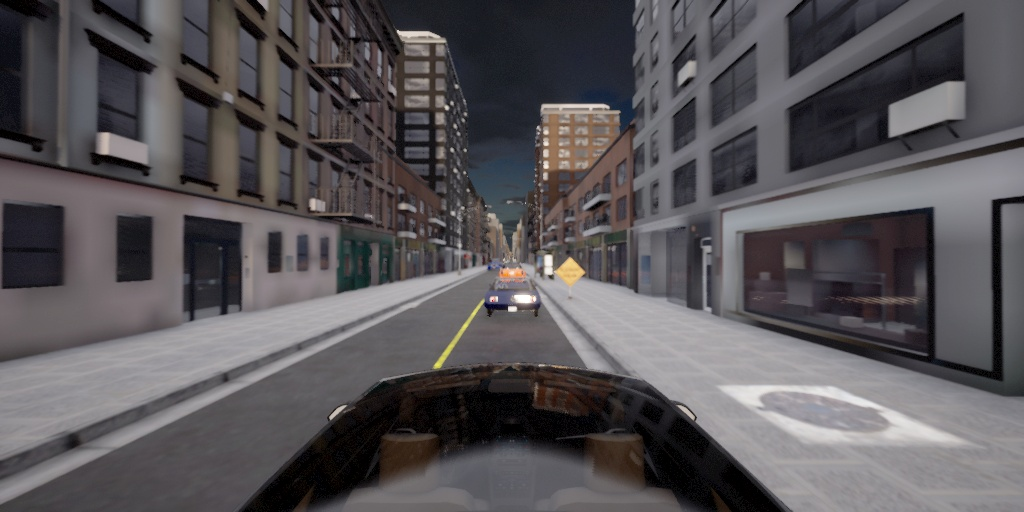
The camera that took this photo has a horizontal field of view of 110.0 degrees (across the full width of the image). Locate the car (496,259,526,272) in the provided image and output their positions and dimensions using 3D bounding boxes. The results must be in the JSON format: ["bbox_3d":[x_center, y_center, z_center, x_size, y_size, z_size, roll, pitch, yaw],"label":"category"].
[{"bbox_3d":[0.047,1.333,29.293,2.097,1.767,4.553,0,-1,1],"label":"car"}]

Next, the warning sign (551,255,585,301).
[{"bbox_3d":[2.518,0.972,15.531,1.300,1.860,1.060,0,0,0],"label":"warning sign"}]

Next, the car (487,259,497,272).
[{"bbox_3d":[-2.810,1.489,58.700,2.150,2.045,5.566,0,-1,1],"label":"car"}]

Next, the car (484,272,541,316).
[{"bbox_3d":[0.043,1.443,13.758,1.895,1.301,4.718,0,0,1],"label":"car"}]
